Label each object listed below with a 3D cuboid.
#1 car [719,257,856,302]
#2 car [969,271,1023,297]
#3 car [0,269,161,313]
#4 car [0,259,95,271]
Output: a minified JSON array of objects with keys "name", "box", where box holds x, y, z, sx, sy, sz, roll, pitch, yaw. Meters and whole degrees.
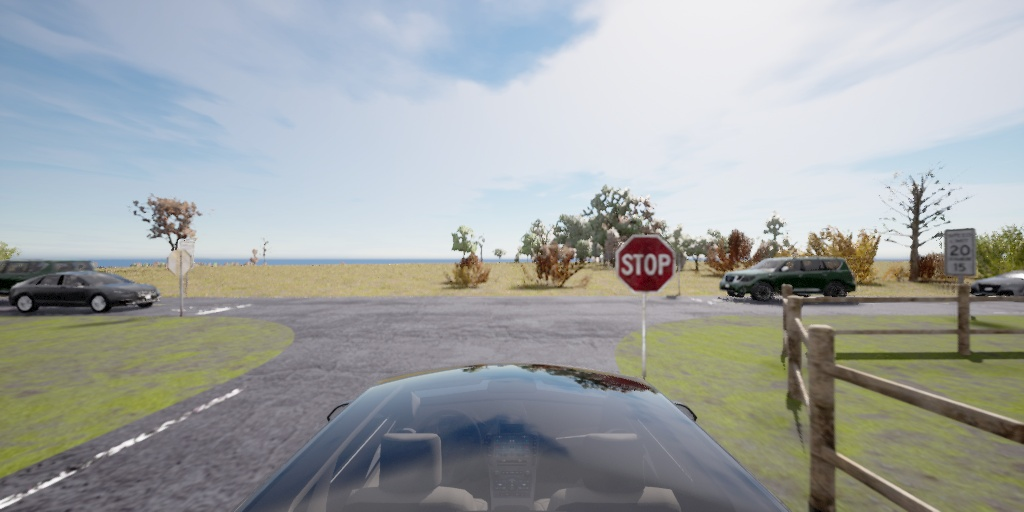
[{"name":"car","box":[13.128,1.080,17.237,5.566,2.045,2.150,0,-1,0]},{"name":"car","box":[24.793,1.396,17.147,4.181,1.385,1.994,0,-1,0]},{"name":"car","box":[-17.111,1.419,14.507,4.892,1.490,1.837,0,-1,1]},{"name":"car","box":[-23.666,1.181,17.540,5.566,2.045,2.150,0,0,0]}]
